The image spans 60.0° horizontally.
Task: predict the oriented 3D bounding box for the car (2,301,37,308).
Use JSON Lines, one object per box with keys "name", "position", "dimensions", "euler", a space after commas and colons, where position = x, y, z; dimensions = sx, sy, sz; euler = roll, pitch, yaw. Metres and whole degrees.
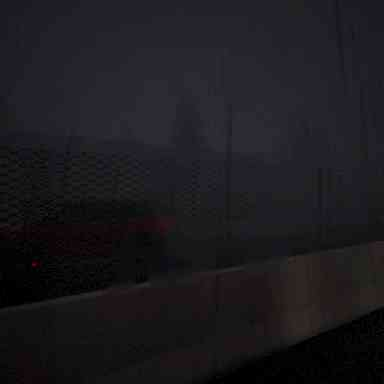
{"name": "car", "position": [-4.851, 1.491, 4.831], "dimensions": [4.902, 1.511, 2.128], "euler": [0, 0, -35]}
